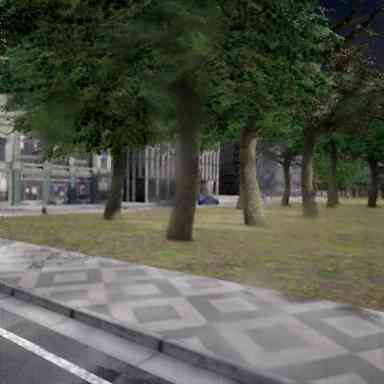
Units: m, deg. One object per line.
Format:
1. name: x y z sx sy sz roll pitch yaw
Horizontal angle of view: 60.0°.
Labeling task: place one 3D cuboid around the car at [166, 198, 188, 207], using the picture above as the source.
1. car: -2.668 1.891 61.163 1.994 1.385 4.181 1 0 34

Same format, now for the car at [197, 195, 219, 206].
1. car: 3.087 1.658 64.348 2.150 2.045 5.566 1 0 34

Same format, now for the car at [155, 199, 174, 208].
1. car: -3.752 1.905 54.101 1.895 1.301 4.718 1 0 34
